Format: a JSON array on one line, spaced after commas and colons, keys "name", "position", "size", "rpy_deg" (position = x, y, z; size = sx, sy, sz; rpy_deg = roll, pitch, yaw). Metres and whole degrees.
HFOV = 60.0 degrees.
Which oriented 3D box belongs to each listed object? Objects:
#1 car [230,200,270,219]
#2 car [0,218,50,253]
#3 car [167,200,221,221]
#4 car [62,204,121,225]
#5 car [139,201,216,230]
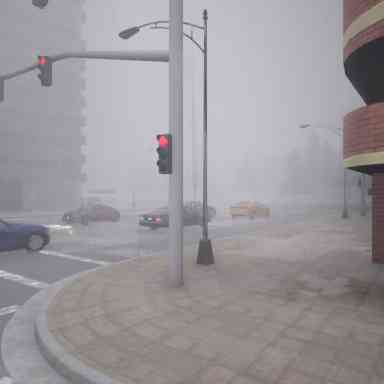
[{"name": "car", "position": [5.130, 1.478, 28.961], "size": [1.882, 1.535, 5.008], "rpy_deg": [0, 0, 36]}, {"name": "car", "position": [-7.453, 1.478, 11.487], "size": [1.882, 1.535, 5.008], "rpy_deg": [0, 0, 36]}, {"name": "car", "position": [0.253, 1.491, 28.178], "size": [2.128, 1.511, 4.902], "rpy_deg": [0, 0, 36]}, {"name": "car", "position": [-7.213, 1.564, 24.111], "size": [1.994, 1.385, 4.181], "rpy_deg": [0, 0, 36]}, {"name": "car", "position": [-0.886, 1.547, 20.605], "size": [2.033, 1.411, 5.357], "rpy_deg": [0, 0, 36]}]
